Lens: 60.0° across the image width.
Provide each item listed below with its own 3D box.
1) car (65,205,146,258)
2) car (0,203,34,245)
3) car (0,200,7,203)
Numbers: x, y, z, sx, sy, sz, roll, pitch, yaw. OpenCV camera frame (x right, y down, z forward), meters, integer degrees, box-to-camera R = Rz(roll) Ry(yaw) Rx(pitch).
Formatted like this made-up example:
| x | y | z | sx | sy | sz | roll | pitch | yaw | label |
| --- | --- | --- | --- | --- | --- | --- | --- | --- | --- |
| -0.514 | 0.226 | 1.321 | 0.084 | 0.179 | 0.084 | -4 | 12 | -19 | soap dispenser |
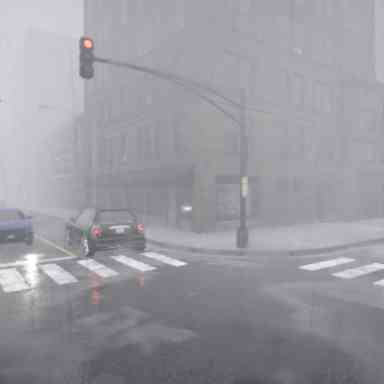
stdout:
| x | y | z | sx | sy | sz | roll | pitch | yaw | label |
| --- | --- | --- | --- | --- | --- | --- | --- | --- | --- |
| -3.560 | 1.347 | 13.158 | 2.097 | 1.767 | 4.553 | 0 | 0 | -31 | car |
| -8.470 | 1.481 | 15.000 | 1.882 | 1.535 | 5.008 | 0 | 0 | -35 | car |
| -14.506 | 1.511 | 23.338 | 1.837 | 1.490 | 4.892 | 0 | 0 | -36 | car |
